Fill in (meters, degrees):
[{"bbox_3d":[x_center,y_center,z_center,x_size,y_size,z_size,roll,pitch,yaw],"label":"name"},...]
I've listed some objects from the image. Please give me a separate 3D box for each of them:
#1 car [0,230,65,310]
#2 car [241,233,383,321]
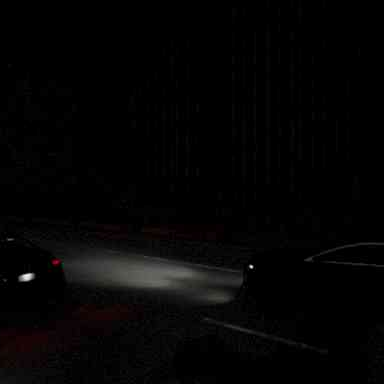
[{"bbox_3d":[-4.708,1.556,7.354,4.181,1.385,1.994,0,0,35],"label":"car"},{"bbox_3d":[3.288,1.491,5.950,4.902,1.511,2.128,0,0,35],"label":"car"}]
